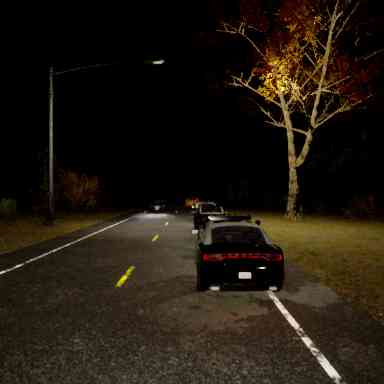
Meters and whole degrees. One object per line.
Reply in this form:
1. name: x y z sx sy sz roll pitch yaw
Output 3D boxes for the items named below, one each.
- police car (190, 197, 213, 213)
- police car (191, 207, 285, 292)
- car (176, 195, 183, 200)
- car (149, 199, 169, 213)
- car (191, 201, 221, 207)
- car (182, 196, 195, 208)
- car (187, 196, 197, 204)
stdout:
1. police car: 1.016 1.423 25.090 1.930 1.638 5.238 0 0 0
2. police car: 1.030 1.425 9.096 1.930 1.638 5.238 0 0 0
3. car: -3.536 1.501 95.392 2.033 1.411 5.357 0 0 0
4. car: -3.634 1.487 36.997 2.128 1.511 4.902 0 0 0
5. car: 1.016 1.505 18.980 1.837 1.490 4.892 0 0 0
6. car: -0.003 1.470 47.094 1.882 1.535 5.008 0 0 1
7. car: -0.036 1.486 65.128 1.837 1.490 4.892 0 0 0
